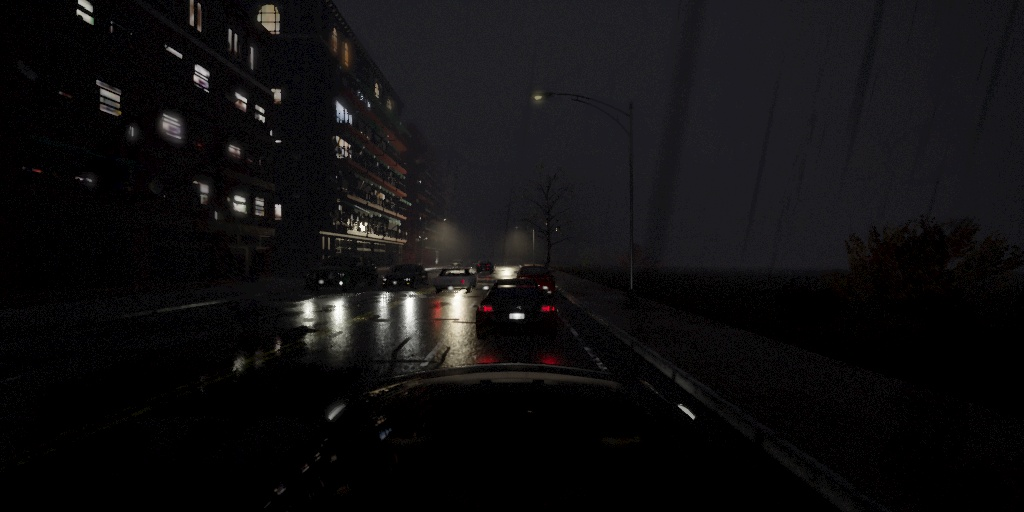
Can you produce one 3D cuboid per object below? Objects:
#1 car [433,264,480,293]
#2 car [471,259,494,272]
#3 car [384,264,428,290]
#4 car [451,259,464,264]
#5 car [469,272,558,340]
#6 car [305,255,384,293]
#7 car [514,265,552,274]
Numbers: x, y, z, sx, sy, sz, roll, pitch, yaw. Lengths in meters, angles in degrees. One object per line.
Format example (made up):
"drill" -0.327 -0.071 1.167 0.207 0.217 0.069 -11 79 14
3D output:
"car" -3.142 1.353 20.715 1.895 1.301 4.718 0 0 0
"car" -3.130 1.242 42.018 2.128 1.511 4.902 0 0 0
"car" -6.591 1.257 22.588 1.837 1.490 4.892 0 0 0
"car" -9.771 1.241 64.272 2.128 1.511 4.902 0 0 0
"car" 0.105 1.315 10.024 1.994 1.385 4.181 0 0 0
"car" -9.843 0.974 21.268 2.150 2.045 5.566 0 0 0
"car" 1.145 1.230 18.945 1.882 1.535 5.008 0 0 0
